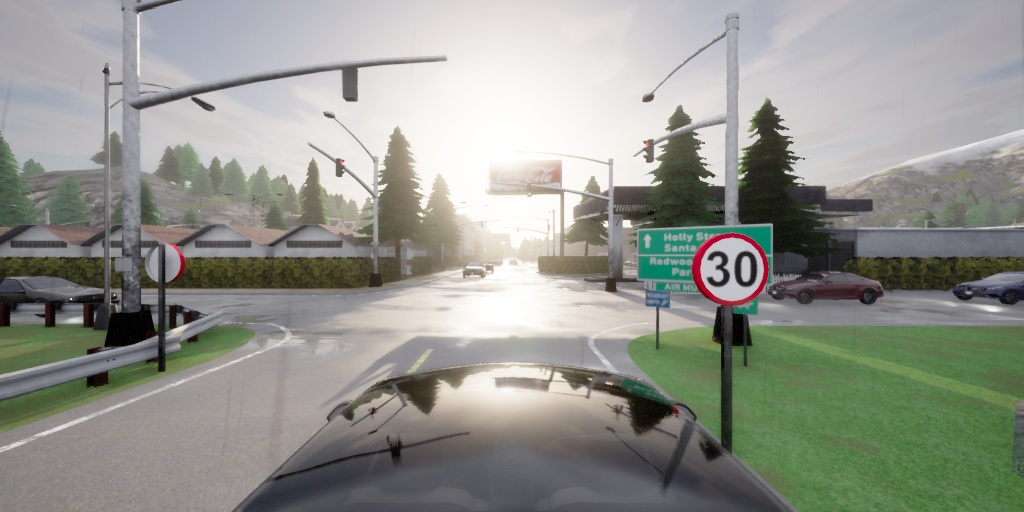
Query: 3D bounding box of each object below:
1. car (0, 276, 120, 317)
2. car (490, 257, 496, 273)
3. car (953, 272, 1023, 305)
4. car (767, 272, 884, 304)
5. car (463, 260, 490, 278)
[{"bbox_3d":[-18.502,1.489,13.733,5.357,1.411,2.033,0,0,1],"label":"car"},{"bbox_3d":[-3.184,1.269,44.097,1.882,1.535,5.008,0,-1,-3],"label":"car"},{"bbox_3d":[23.935,1.467,16.928,4.674,1.442,1.812,0,0,1],"label":"car"},{"bbox_3d":[14.802,1.467,17.022,4.674,1.442,1.812,0,0,0],"label":"car"},{"bbox_3d":[-3.459,1.291,33.806,1.812,1.442,4.674,1,-1,1],"label":"car"}]
